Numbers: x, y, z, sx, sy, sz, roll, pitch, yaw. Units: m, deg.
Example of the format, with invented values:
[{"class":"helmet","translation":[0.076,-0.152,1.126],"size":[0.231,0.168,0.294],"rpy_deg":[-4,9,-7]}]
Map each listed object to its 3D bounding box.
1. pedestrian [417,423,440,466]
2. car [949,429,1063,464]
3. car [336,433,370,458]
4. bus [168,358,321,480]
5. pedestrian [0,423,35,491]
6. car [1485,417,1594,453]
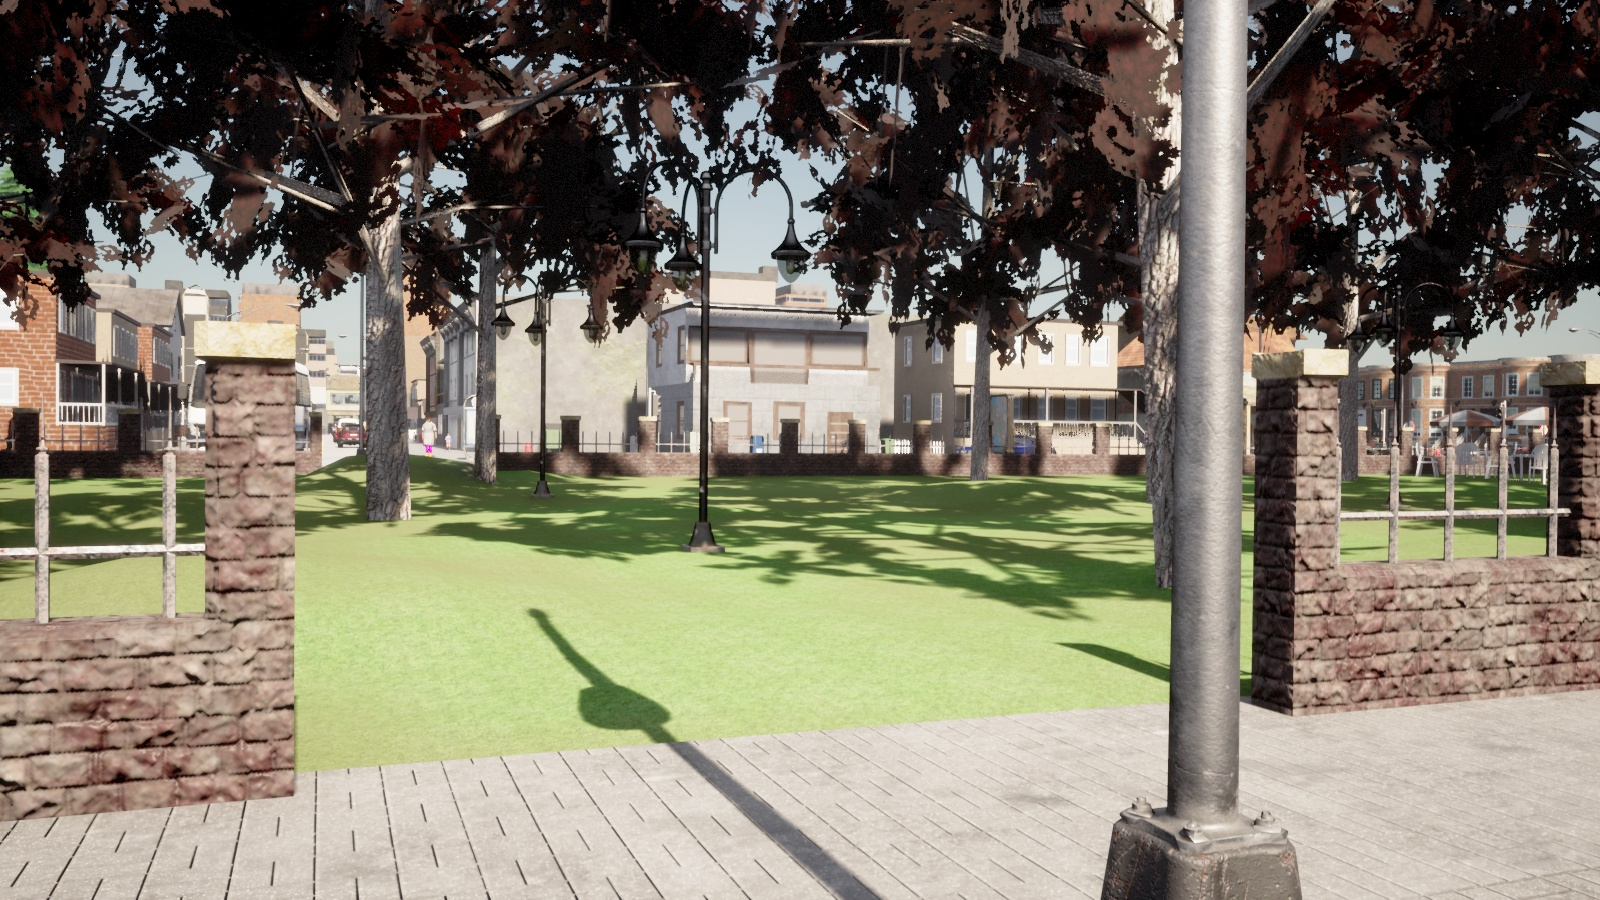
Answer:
[{"class":"pedestrian","translation":[-17.085,-0.247,57.762],"size":[0.659,1.952,0.873],"rpy_deg":[0,1,9]},{"class":"car","translation":[9.145,-0.179,55.699],"size":[4.674,1.442,1.812],"rpy_deg":[-1,1,-21]},{"class":"car","translation":[-30.305,-0.329,85.098],"size":[2.033,1.649,4.856],"rpy_deg":[-1,1,-21]},{"class":"bus","translation":[-21.467,-1.148,49.272],"size":[3.944,4.253,10.273],"rpy_deg":[0,1,-15]},{"class":"pedestrian","translation":[-21.262,0.181,34.135],"size":[0.703,1.840,0.431],"rpy_deg":[-1,1,-21]},{"class":"car","translation":[36.376,-0.751,61.761],"size":[4.611,1.667,2.242],"rpy_deg":[-1,1,-21]}]
